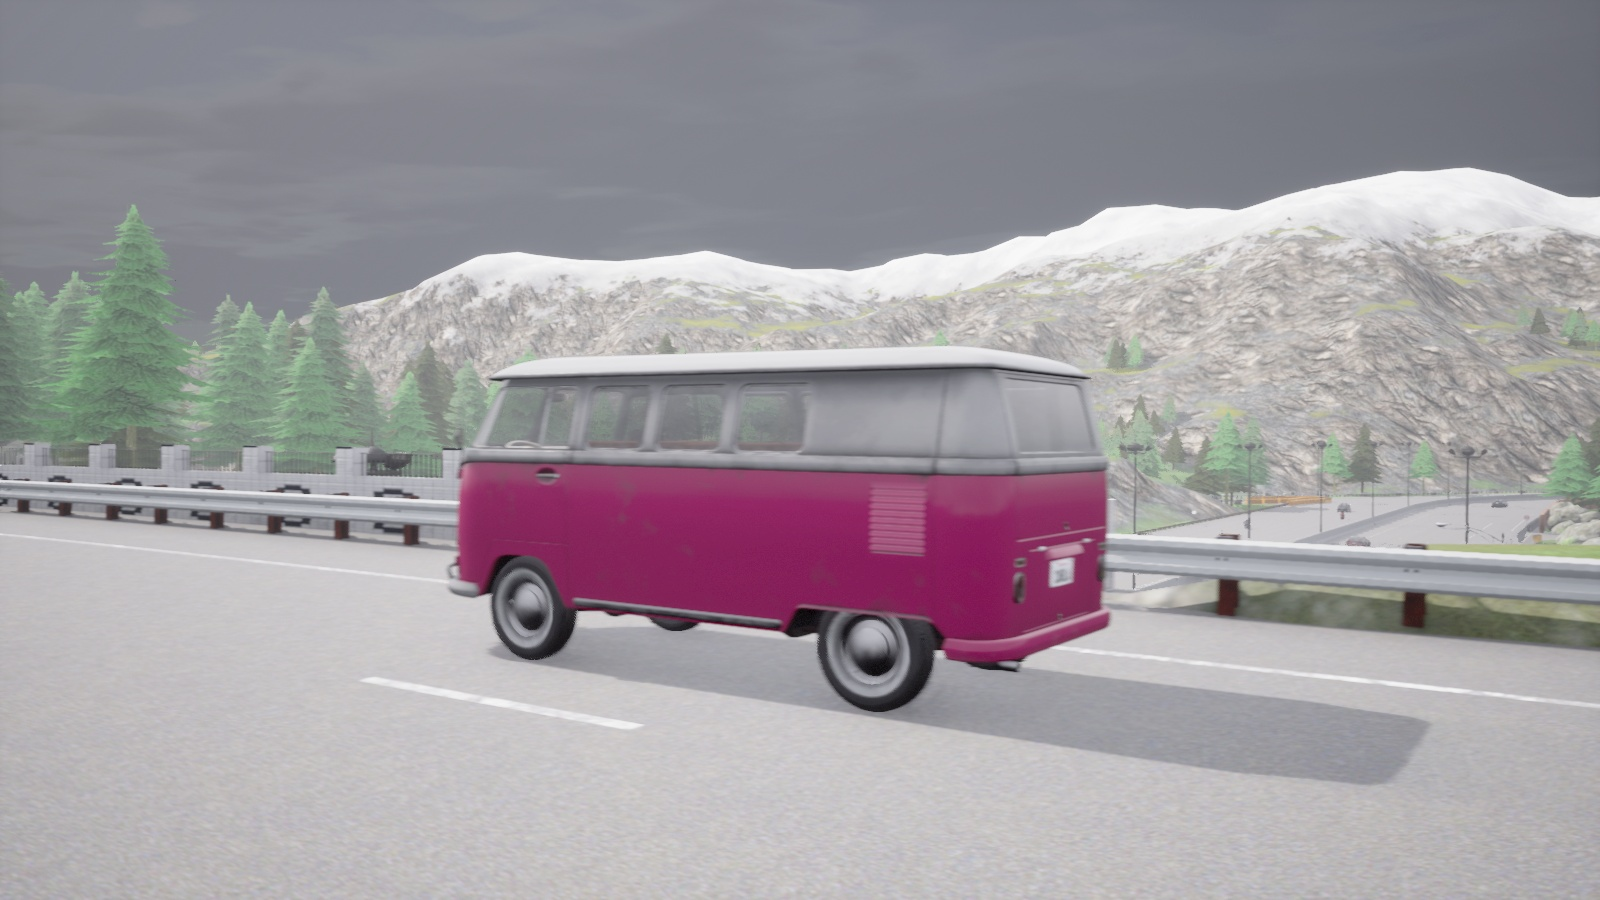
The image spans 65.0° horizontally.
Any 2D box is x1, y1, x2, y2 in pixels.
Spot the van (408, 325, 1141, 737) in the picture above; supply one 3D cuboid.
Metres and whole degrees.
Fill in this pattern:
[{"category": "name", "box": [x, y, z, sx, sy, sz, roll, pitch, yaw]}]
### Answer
[{"category": "van", "box": [-0.301, 0.377, 8.020, 4.442, 1.987, 1.775, 0, 1, 34]}]
